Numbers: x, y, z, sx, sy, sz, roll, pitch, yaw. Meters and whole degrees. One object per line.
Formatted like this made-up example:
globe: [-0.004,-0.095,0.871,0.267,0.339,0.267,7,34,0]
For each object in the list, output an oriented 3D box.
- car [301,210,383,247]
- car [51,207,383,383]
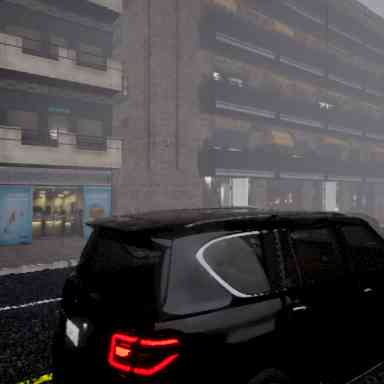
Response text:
car: [7.172,1.583,15.538,4.206,1.307,1.802,0,0,-35]
car: [1.199,1.223,4.288,5.566,2.045,2.150,0,0,-36]
